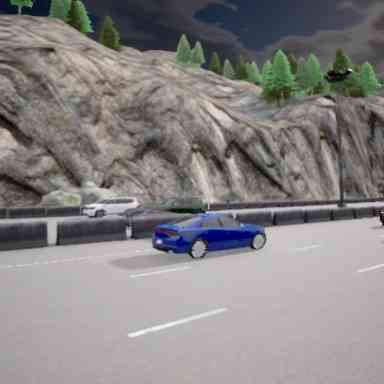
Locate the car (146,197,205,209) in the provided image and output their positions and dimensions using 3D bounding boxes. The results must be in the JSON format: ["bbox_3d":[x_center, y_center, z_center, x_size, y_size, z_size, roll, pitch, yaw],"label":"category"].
[{"bbox_3d":[-1.361,1.488,29.182,5.566,2.045,2.150,0,-1,-36],"label":"car"}]

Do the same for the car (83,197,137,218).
[{"bbox_3d":[-7.844,1.544,33.085,5.566,2.045,2.150,0,-1,-37],"label":"car"}]

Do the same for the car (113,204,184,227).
[{"bbox_3d":[-3.042,1.787,23.565,4.181,1.385,1.994,0,-1,-37],"label":"car"}]

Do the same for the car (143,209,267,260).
[{"bbox_3d":[0.838,1.595,13.122,5.008,1.535,1.882,0,-1,-37],"label":"car"}]

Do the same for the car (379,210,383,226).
[{"bbox_3d":[15.405,1.663,23.997,4.902,1.511,2.128,0,-1,-37],"label":"car"}]

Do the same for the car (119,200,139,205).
[{"bbox_3d":[-4.037,1.802,31.548,4.892,1.490,1.837,0,-1,-37],"label":"car"}]
